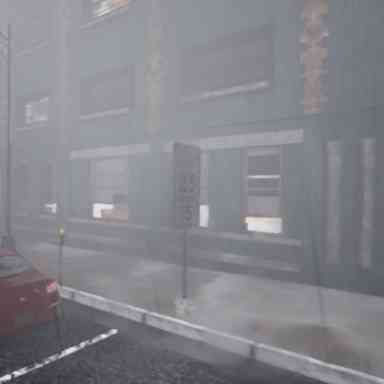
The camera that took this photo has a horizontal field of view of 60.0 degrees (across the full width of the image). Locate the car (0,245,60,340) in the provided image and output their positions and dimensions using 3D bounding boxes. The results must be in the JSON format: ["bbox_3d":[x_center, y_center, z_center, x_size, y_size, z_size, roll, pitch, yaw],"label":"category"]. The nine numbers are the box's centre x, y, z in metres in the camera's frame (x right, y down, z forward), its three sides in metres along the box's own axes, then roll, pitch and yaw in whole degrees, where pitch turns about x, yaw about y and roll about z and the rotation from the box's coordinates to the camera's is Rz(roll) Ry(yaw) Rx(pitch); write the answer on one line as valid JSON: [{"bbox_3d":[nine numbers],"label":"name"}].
[{"bbox_3d":[-3.937,1.544,5.674,4.206,1.307,1.802,0,1,36],"label":"car"}]
